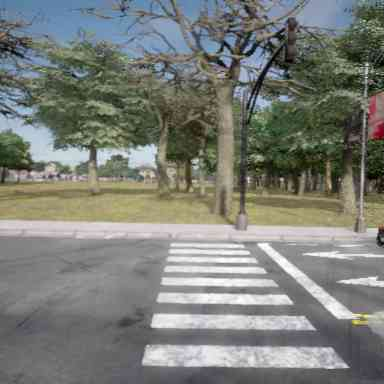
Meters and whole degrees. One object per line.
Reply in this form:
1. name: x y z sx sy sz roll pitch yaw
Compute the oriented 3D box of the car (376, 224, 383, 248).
1. car: 8.539 1.290 10.506 5.008 1.535 1.882 1 2 -1
